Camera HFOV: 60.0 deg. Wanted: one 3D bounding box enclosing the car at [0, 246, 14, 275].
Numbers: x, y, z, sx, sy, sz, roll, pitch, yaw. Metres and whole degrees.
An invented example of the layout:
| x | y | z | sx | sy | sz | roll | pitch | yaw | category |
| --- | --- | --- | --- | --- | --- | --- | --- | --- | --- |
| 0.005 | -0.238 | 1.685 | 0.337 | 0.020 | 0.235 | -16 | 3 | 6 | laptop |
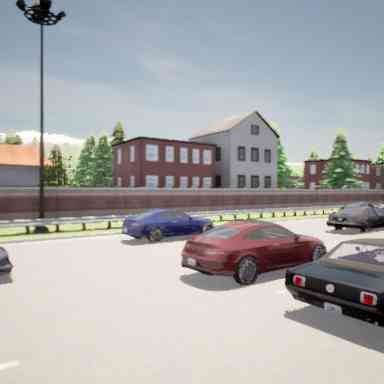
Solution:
| x | y | z | sx | sy | sz | roll | pitch | yaw | category |
| --- | --- | --- | --- | --- | --- | --- | --- | --- | --- |
| -7.028 | 1.549 | 7.333 | 5.357 | 1.411 | 2.033 | 0 | 0 | -36 | car |

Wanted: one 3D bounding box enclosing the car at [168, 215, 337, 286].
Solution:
| x | y | z | sx | sy | sz | roll | pitch | yaw | category |
| --- | --- | --- | --- | --- | --- | --- | --- | --- | --- |
| 1.863 | 1.520 | 9.375 | 4.674 | 1.442 | 1.812 | 0 | 0 | -36 | car |

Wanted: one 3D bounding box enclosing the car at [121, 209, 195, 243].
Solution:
| x | y | z | sx | sy | sz | roll | pitch | yaw | category |
| --- | --- | --- | --- | --- | --- | --- | --- | --- | --- |
| -1.042 | 1.519 | 15.902 | 4.674 | 1.442 | 1.812 | 0 | 0 | -36 | car |

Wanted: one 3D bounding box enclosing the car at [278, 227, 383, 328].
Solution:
| x | y | z | sx | sy | sz | roll | pitch | yaw | category |
| --- | --- | --- | --- | --- | --- | --- | --- | --- | --- |
| 4.087 | 1.595 | 6.662 | 4.718 | 1.301 | 1.895 | 0 | 0 | -36 | car |

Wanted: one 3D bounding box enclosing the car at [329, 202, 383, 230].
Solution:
| x | y | z | sx | sy | sz | roll | pitch | yaw | category |
| --- | --- | --- | --- | --- | --- | --- | --- | --- | --- |
| 10.089 | 1.530 | 19.544 | 5.357 | 1.411 | 2.033 | 0 | 0 | -36 | car |
